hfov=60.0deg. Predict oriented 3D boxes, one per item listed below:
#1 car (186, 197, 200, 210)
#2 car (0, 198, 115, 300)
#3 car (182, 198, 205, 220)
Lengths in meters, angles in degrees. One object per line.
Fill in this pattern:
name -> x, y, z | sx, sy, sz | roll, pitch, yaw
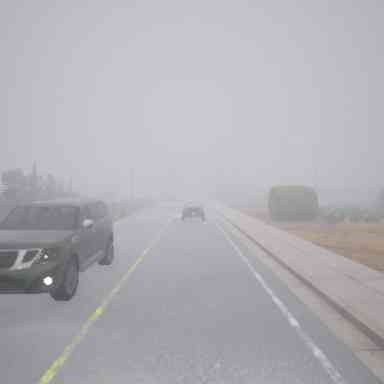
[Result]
car -> 0.114, 1.493, 44.277 | 1.812, 1.442, 4.674 | 0, 0, 0
car -> -3.582, 1.214, 8.728 | 2.150, 2.045, 5.566 | 0, 0, 0
car -> 0.110, 1.505, 27.628 | 1.812, 1.442, 4.674 | 0, 0, 0
